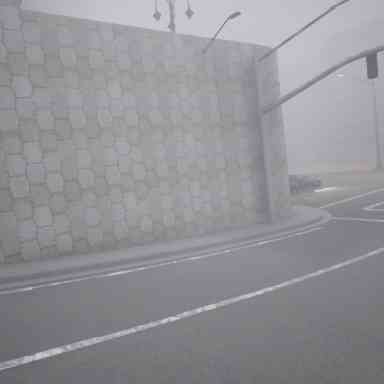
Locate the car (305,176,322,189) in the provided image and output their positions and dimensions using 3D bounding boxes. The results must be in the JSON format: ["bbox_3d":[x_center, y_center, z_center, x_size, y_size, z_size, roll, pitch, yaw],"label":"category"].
[{"bbox_3d":[9.641,-0.906,30.414,1.994,1.385,4.181,-10,6,-34],"label":"car"}]

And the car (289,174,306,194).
[{"bbox_3d":[6.820,-0.602,28.351,2.097,1.767,4.553,-10,6,-35],"label":"car"}]
